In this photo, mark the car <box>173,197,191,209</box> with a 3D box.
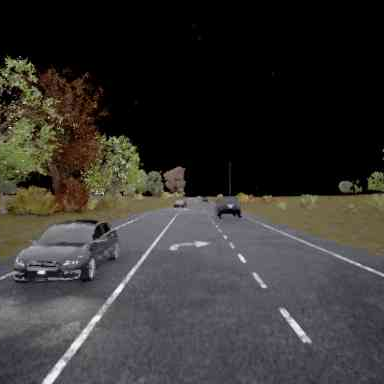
[{"bbox_3d":[-1.906,1.990,55.972,1.882,1.535,5.008,-1,0,7],"label":"car"}]

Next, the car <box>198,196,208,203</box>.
[{"bbox_3d":[3.526,2.292,94.717,1.837,1.490,4.892,0,-1,0],"label":"car"}]

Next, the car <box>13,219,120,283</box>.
[{"bbox_3d":[-3.502,1.634,10.160,1.837,1.490,4.892,0,0,0],"label":"car"}]

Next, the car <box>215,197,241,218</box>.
[{"bbox_3d":[3.504,1.480,32.958,2.150,2.045,5.566,0,-1,0],"label":"car"}]
